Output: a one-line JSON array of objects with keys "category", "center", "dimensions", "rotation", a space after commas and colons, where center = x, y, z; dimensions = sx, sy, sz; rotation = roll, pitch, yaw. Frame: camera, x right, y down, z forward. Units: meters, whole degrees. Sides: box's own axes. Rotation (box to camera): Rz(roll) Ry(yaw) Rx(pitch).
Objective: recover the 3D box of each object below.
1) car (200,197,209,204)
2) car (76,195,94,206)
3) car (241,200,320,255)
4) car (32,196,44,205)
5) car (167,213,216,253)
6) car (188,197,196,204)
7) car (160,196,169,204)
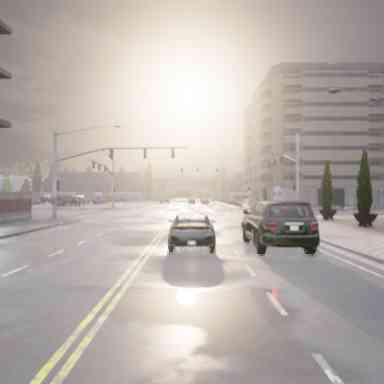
[{"category": "car", "center": [3.455, 2.342, 87.321], "dimensions": [1.812, 1.442, 4.674], "rotation": [0, -1, 0]}, {"category": "car", "center": [-26.753, 2.177, 83.054], "dimensions": [1.970, 1.475, 3.806], "rotation": [0, -1, 0]}, {"category": "car", "center": [3.494, 1.350, 14.029], "dimensions": [2.150, 2.045, 5.566], "rotation": [0, 0, 0]}, {"category": "car", "center": [-32.567, 2.035, 67.970], "dimensions": [1.970, 1.475, 3.806], "rotation": [0, -1, 0]}, {"category": "car", "center": [-0.004, 1.628, 14.291], "dimensions": [2.128, 1.511, 4.902], "rotation": [0, 0, 0]}, {"category": "car", "center": [-0.045, 2.283, 87.048], "dimensions": [1.882, 1.535, 5.008], "rotation": [0, -1, 0]}, {"category": "car", "center": [-7.044, 2.037, 86.175], "dimensions": [2.150, 2.045, 5.566], "rotation": [0, -1, 0]}]
